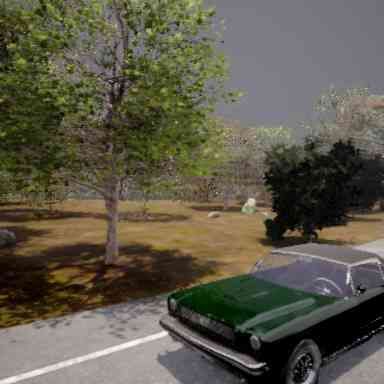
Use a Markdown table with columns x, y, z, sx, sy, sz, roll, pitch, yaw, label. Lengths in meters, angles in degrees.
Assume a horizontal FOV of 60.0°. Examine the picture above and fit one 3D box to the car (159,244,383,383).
| x | y | z | sx | sy | sz | roll | pitch | yaw | label |
| --- | --- | --- | --- | --- | --- | --- | --- | --- | --- |
| 1.870 | 1.603 | 5.261 | 4.718 | 1.301 | 1.895 | 0 | 0 | -38 | car |
